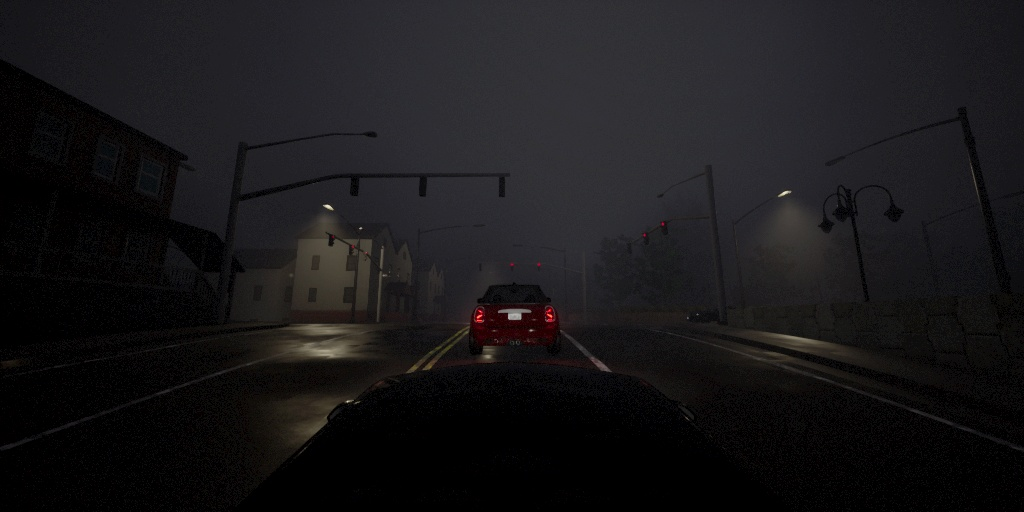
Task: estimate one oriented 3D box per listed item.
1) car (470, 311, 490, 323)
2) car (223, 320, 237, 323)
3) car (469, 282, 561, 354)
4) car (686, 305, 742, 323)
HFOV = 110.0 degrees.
[{"bbox_3d":[-3.589,7.023,40.927,1.895,1.301,4.718,0,-10,0],"label":"car"},{"bbox_3d":[-19.889,5.152,24.882,5.008,1.535,1.882,-9,-10,0],"label":"car"},{"bbox_3d":[0.063,1.564,10.042,2.097,1.767,4.553,-1,-6,0],"label":"car"},{"bbox_3d":[16.313,4.622,28.268,4.902,1.511,2.128,0,-10,1],"label":"car"}]
